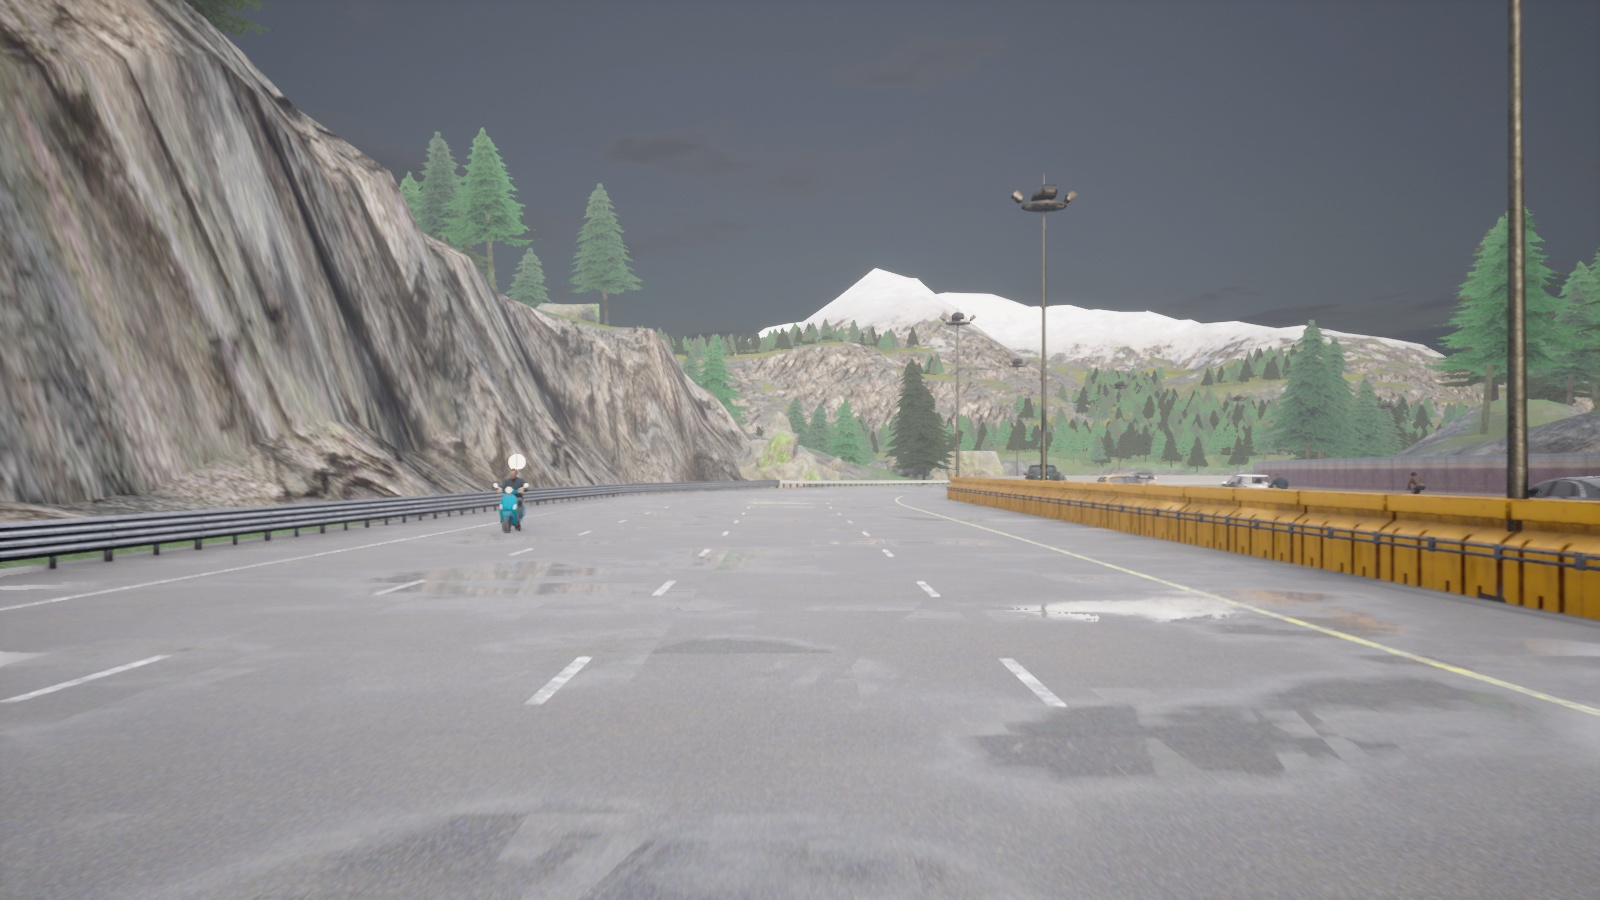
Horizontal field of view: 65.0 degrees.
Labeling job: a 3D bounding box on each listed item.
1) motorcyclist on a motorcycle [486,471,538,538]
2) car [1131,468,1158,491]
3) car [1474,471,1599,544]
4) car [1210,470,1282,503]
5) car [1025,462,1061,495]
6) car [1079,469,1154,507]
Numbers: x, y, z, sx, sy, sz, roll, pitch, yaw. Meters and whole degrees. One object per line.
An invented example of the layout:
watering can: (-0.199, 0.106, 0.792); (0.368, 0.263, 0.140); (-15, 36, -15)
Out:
motorcyclist on a motorcycle: (-7.092, 1.316, 31.028); (0.866, 1.590, 1.817); (0, -1, -1)
car: (25.080, 2.144, 91.491); (1.851, 1.617, 3.988); (-1, -1, 15)
car: (17.430, 1.223, 28.298); (1.837, 1.490, 4.892); (0, -1, 0)
car: (20.585, 1.670, 58.105); (1.970, 1.475, 3.806); (0, -1, 0)
car: (15.515, 1.817, 80.402); (2.150, 2.045, 5.566); (-1, -1, 10)
car: (13.587, 1.605, 54.181); (1.801, 1.575, 5.366); (0, -1, -1)
